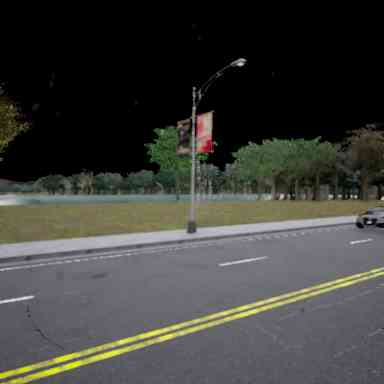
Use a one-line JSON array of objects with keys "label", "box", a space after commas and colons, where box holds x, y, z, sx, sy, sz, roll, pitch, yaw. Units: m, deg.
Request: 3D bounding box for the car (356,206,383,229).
[{"label": "car", "box": [11.684, 1.527, 19.998, 4.181, 1.385, 1.994, 0, 0, -35]}]
